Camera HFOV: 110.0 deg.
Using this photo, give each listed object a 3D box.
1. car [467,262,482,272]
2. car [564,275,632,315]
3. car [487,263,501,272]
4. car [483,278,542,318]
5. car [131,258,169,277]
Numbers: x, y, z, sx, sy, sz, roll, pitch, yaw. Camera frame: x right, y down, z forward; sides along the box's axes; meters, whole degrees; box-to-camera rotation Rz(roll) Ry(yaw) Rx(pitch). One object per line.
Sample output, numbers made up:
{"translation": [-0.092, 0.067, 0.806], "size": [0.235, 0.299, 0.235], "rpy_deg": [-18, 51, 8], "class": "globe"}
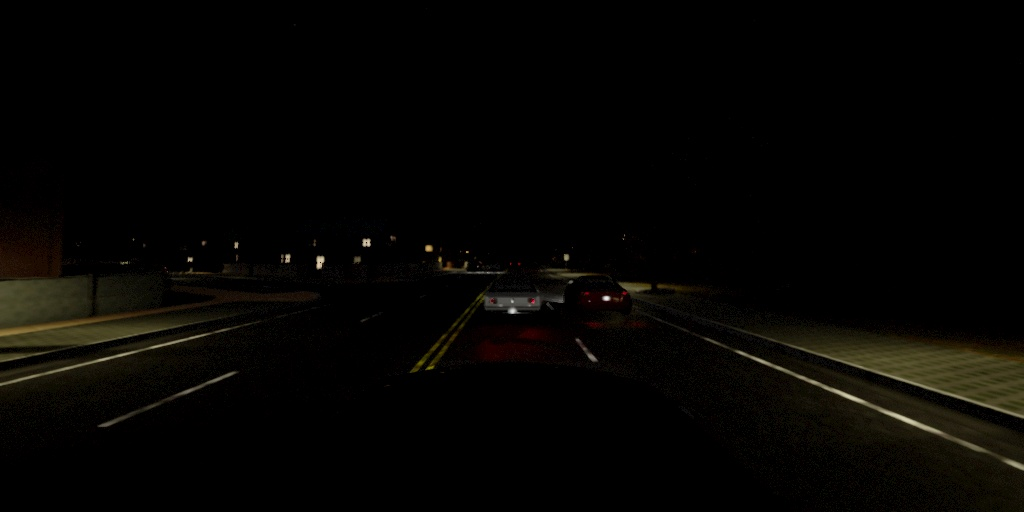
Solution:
{"translation": [-6.189, 1.741, 59.874], "size": [2.097, 1.767, 4.553], "rpy_deg": [0, -1, 2], "class": "car"}
{"translation": [3.297, 1.459, 14.445], "size": [1.994, 1.385, 4.181], "rpy_deg": [0, -1, 1], "class": "car"}
{"translation": [-2.941, 1.912, 59.774], "size": [1.812, 1.442, 4.674], "rpy_deg": [0, 0, 2], "class": "car"}
{"translation": [0.037, 1.486, 13.624], "size": [1.895, 1.301, 4.718], "rpy_deg": [0, -1, 1], "class": "car"}
{"translation": [-39.446, 1.241, 38.875], "size": [5.566, 2.045, 2.150], "rpy_deg": [0, -2, 31], "class": "car"}
